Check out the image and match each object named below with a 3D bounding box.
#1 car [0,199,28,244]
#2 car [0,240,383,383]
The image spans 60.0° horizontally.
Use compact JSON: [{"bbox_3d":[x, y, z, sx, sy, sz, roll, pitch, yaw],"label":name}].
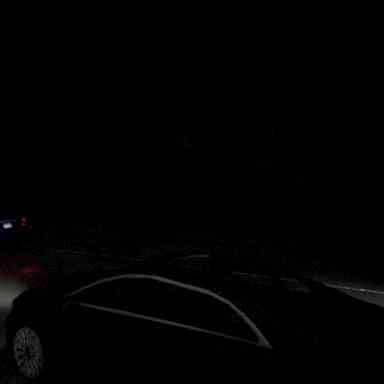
[{"bbox_3d":[-8.925,1.316,13.032,5.566,2.045,2.150,-1,0,27],"label":"car"},{"bbox_3d":[-0.225,1.500,3.889,4.902,1.511,2.128,-1,0,34],"label":"car"}]
